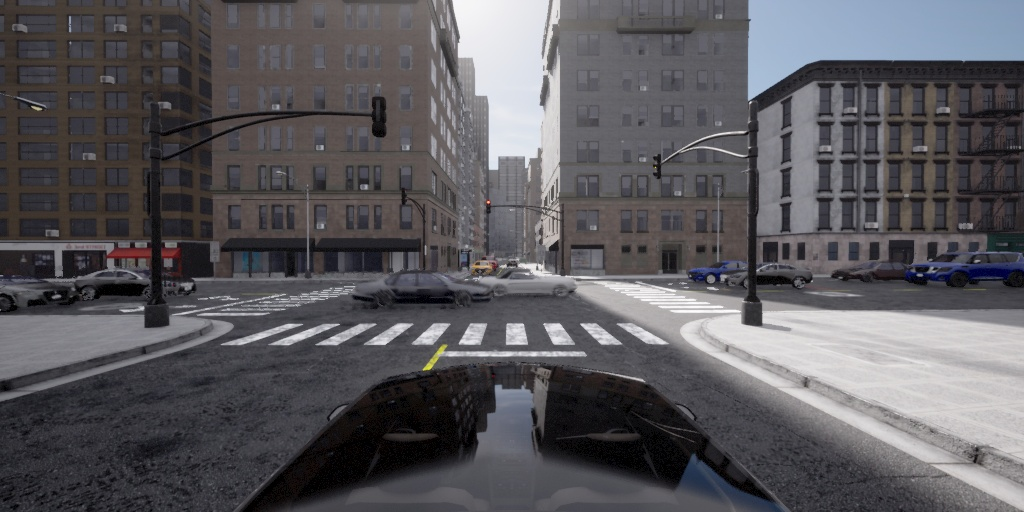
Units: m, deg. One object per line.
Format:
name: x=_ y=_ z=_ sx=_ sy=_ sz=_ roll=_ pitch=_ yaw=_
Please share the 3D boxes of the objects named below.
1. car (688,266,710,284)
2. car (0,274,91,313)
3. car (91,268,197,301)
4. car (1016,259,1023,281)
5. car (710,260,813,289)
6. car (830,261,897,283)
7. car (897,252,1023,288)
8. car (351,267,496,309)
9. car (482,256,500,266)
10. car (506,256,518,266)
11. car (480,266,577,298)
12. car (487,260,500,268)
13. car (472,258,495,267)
car: x=14.647 y=1.076 z=24.420 sx=5.008 sy=1.535 sz=1.882 roll=0 pitch=1 yaw=0
car: x=-20.157 y=1.453 z=14.287 sx=4.181 sy=1.385 sz=1.994 roll=0 pitch=1 yaw=0
car: x=-18.301 y=1.336 z=17.550 sx=4.902 sy=1.511 sz=2.128 roll=0 pitch=1 yaw=0
car: x=38.198 y=0.936 z=24.523 sx=4.892 sy=1.490 sz=1.837 roll=-1 pitch=1 yaw=0
car: x=14.885 y=1.123 z=21.171 sx=4.902 sy=1.511 sz=2.128 roll=0 pitch=1 yaw=0
car: x=25.075 y=1.075 z=24.476 sx=5.357 sy=1.411 sz=2.033 roll=0 pitch=1 yaw=0
car: x=26.894 y=0.773 z=21.228 sx=5.566 sy=2.045 sz=2.150 roll=0 pitch=1 yaw=0
car: x=-3.490 y=1.292 z=14.387 sx=5.357 sy=1.411 sz=2.033 roll=0 pitch=0 yaw=0
car: x=-3.130 y=0.980 z=48.209 sx=2.150 sy=2.045 sz=5.566 roll=0 pitch=0 yaw=0
car: x=0.055 y=1.283 z=63.691 sx=1.837 sy=1.490 sz=4.892 roll=0 pitch=-1 yaw=0
car: x=0.745 y=1.328 z=17.655 sx=4.718 sy=1.301 sz=1.895 roll=0 pitch=0 yaw=0
car: x=-3.131 y=1.379 z=60.892 sx=1.895 sy=1.301 sz=4.718 roll=0 pitch=0 yaw=0
car: x=-3.119 y=1.233 z=37.576 sx=1.882 sy=1.535 sz=5.008 roll=0 pitch=0 yaw=0
